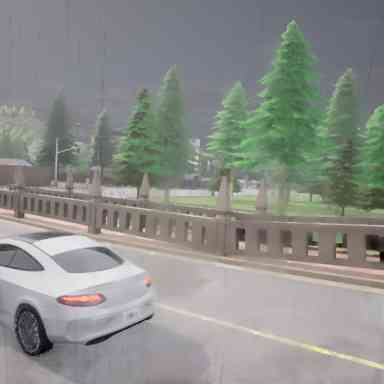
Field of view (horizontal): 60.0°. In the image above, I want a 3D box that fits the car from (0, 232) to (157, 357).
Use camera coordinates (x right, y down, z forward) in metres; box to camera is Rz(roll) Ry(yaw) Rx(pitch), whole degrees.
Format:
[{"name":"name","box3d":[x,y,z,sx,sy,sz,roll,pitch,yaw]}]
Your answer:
[{"name":"car","box3d":[-2.705,1.449,5.905,4.674,1.442,1.812,2,1,35]}]
